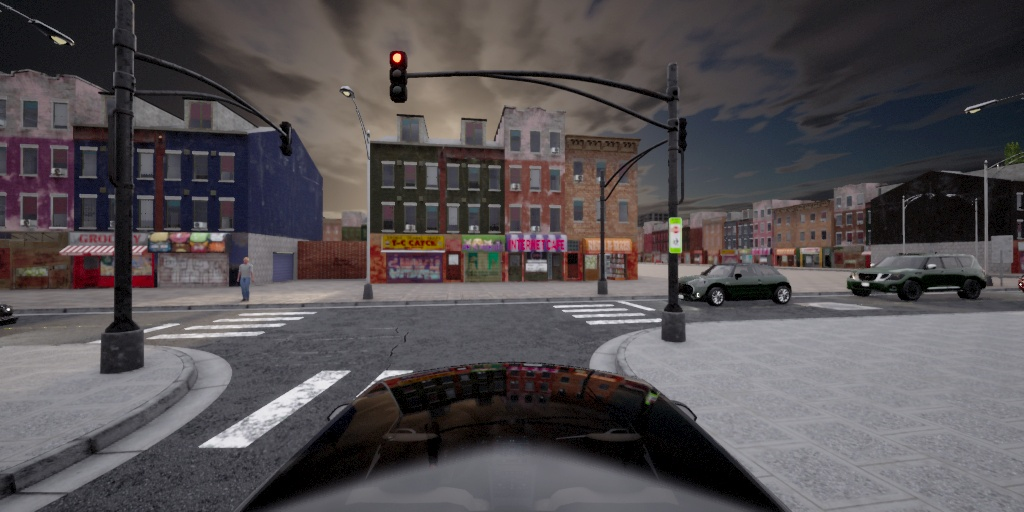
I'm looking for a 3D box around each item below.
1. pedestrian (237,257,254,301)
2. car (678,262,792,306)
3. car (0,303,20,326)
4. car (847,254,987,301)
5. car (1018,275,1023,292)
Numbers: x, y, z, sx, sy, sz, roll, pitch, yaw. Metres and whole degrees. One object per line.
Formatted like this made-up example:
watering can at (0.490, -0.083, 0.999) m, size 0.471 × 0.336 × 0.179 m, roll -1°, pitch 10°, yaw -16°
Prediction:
pedestrian at (-11.107, 0.945, 14.977) m, size 0.375 × 1.860 × 0.375 m, roll 0°, pitch 0°, yaw -9°
car at (9.177, 1.083, 15.178) m, size 4.553 × 1.767 × 2.097 m, roll 0°, pitch 0°, yaw -10°
car at (-15.600, 1.334, 8.338) m, size 5.357 × 1.411 × 2.033 m, roll 0°, pitch 0°, yaw -9°
car at (18.777, 0.926, 16.712) m, size 5.566 × 2.045 × 2.150 m, roll 0°, pitch 0°, yaw -9°
car at (28.787, 1.033, 18.237) m, size 4.553 × 1.767 × 2.097 m, roll 0°, pitch 0°, yaw -8°
